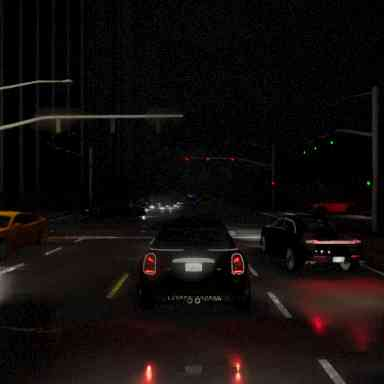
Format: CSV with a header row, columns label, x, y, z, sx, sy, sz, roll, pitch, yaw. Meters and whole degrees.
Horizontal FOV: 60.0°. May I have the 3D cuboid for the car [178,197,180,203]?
label,x,y,z,sx,sy,sz,roll,pitch,yaw
car,-3.688,1.491,60.339,2.128,1.511,4.902,0,0,0

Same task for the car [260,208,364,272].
label,x,y,z,sx,sy,sz,roll,pitch,yaw
car,3.598,1.492,10.823,2.128,1.511,4.902,0,0,-3

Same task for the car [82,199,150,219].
label,x,y,z,sx,sy,sz,roll,pitch,yaw
car,-6.851,1.578,29.408,5.357,1.411,2.033,0,0,-28

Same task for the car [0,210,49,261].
label,x,y,z,sx,sy,sz,roll,pitch,yaw
car,-7.086,1.477,12.369,1.882,1.535,5.008,0,0,-1

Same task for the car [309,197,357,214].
label,x,y,z,sx,sy,sz,roll,pitch,yaw
car,14.604,1.407,34.764,4.553,1.767,2.097,0,0,2

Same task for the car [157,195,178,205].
label,x,y,z,sx,sy,sz,roll,pitch,yaw
car,-3.687,1.547,50.837,2.033,1.411,5.357,0,0,0

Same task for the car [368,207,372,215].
label,x,y,z,sx,sy,sz,roll,pitch,yaw
car,19.039,1.581,31.190,4.674,1.442,1.812,0,0,0

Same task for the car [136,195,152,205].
label,x,y,z,sx,sy,sz,roll,pitch,yaw
car,-7.183,1.526,46.515,1.812,1.442,4.674,0,0,0

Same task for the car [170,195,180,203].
label,x,y,z,sx,sy,sz,roll,pitch,yaw
car,-3.636,1.500,70.550,1.837,1.490,4.892,0,0,0

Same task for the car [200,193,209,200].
label,x,y,z,sx,sy,sz,roll,pitch,yaw
car,3.331,1.216,87.535,2.097,1.767,4.553,0,0,0

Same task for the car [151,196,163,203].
label,x,y,z,sx,sy,sz,roll,pitch,yaw
car,-7.140,1.526,68.051,1.812,1.442,4.674,0,0,0

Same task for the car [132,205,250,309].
label,x,y,z,sx,sy,sz,roll,pitch,yaw
car,0.042,1.352,8.012,2.097,1.767,4.553,0,0,0

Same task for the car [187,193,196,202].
label,x,y,z,sx,sy,sz,roll,pitch,yaw
car,-0.150,1.591,77.547,1.895,1.301,4.718,0,0,0

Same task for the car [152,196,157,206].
label,x,y,z,sx,sy,sz,roll,pitch,yaw
car,-7.194,1.352,55.418,2.097,1.767,4.553,0,0,0

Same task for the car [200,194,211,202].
label,x,y,z,sx,sy,sz,roll,pitch,yaw
car,3.350,1.519,77.455,1.812,1.442,4.674,0,0,0
